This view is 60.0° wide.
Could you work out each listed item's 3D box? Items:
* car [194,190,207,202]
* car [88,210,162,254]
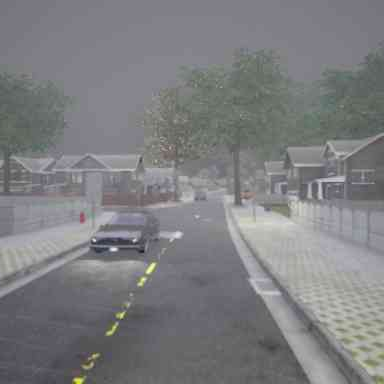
[{"bbox_3d":[1.575,0.755,61.435,2.150,2.045,5.566,0,3,5],"label":"car"},{"bbox_3d":[-2.422,1.476,13.529,2.033,1.411,5.357,0,0,3],"label":"car"}]
